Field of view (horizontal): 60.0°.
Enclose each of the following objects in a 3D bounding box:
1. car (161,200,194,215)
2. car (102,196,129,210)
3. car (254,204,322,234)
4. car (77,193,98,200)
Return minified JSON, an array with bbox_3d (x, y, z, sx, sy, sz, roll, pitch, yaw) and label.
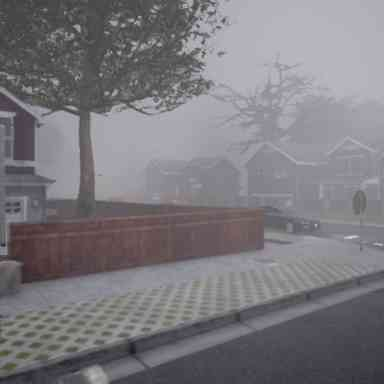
[{"bbox_3d":[-1.071,1.431,28.055,1.882,1.535,5.008,-1,1,-36],"label":"car"},{"bbox_3d":[-8.508,1.416,38.269,1.837,1.490,4.892,-1,1,-36],"label":"car"},{"bbox_3d":[5.145,1.501,19.408,1.837,1.490,4.892,-1,1,-34],"label":"car"},{"bbox_3d":[-17.322,1.073,55.150,2.150,2.045,5.566,-1,0,-36],"label":"car"}]
